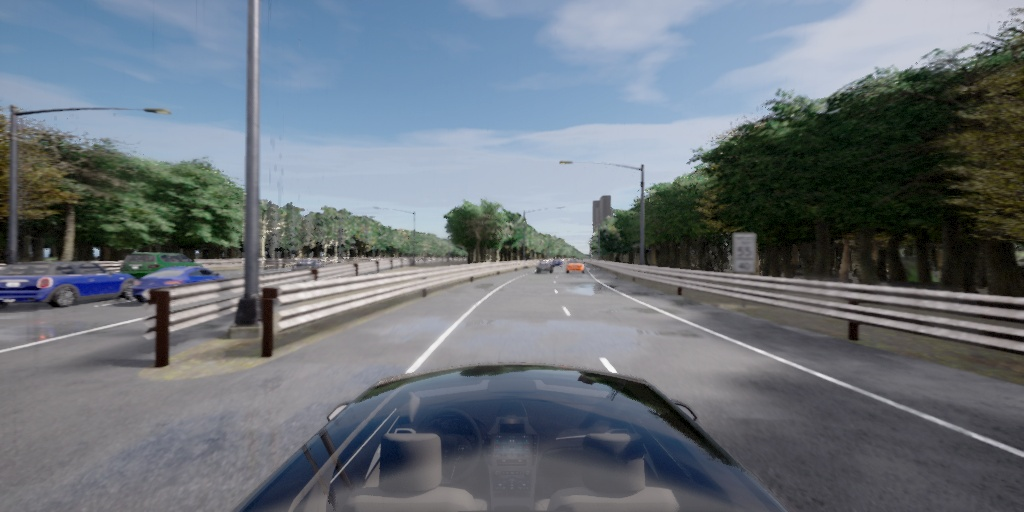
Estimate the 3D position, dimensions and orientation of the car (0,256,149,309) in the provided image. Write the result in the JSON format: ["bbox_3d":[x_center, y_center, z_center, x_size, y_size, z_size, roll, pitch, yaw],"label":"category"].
[{"bbox_3d":[-17.530,0.986,14.276,2.097,1.767,4.553,0,0,-15],"label":"car"}]

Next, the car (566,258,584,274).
[{"bbox_3d":[7.615,1.170,43.365,2.097,1.767,4.553,0,0,10],"label":"car"}]

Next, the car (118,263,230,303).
[{"bbox_3d":[-14.483,1.187,16.033,1.812,1.442,4.674,0,0,-14],"label":"car"}]

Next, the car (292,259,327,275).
[{"bbox_3d":[-18.455,1.117,32.973,2.128,1.511,4.902,0,0,-12],"label":"car"}]

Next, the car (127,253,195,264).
[{"bbox_3d":[-23.678,0.806,24.591,2.150,2.045,5.566,0,0,-13],"label":"car"}]

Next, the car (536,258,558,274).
[{"bbox_3d":[4.000,1.290,43.028,2.128,1.511,4.902,0,0,10],"label":"car"}]
